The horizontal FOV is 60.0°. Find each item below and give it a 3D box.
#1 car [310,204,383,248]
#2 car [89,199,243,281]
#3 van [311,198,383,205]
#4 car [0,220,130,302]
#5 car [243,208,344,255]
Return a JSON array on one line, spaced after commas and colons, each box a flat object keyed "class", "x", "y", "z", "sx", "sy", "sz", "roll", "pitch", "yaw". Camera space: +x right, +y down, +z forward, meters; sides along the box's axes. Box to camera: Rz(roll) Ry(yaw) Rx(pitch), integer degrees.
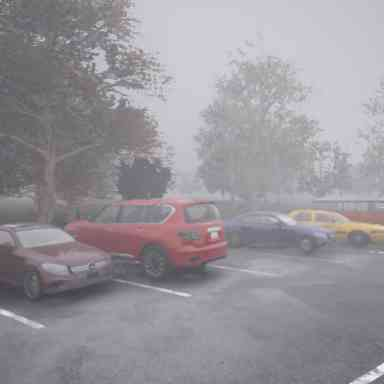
[{"class": "car", "x": 5.895, "y": 1.491, "z": 15.016, "sx": 5.366, "sy": 1.575, "sz": 1.946, "roll": -1, "pitch": -1, "yaw": 35}, {"class": "car", "x": -1.611, "y": 1.236, "z": 10.065, "sx": 5.566, "sy": 2.045, "sz": 2.435, "roll": -1, "pitch": -1, "yaw": 35}, {"class": "van", "x": 8.294, "y": 1.274, "z": 16.733, "sx": 4.442, "sy": 1.987, "sz": 1.878, "roll": -1, "pitch": -1, "yaw": 36}, {"class": "car", "x": -4.011, "y": 1.525, "z": 8.341, "sx": 4.674, "sy": 1.452, "sz": 2.002, "roll": -1, "pitch": -1, "yaw": 34}, {"class": "car", "x": 3.294, "y": 1.532, "z": 13.443, "sx": 4.674, "sy": 1.452, "sz": 2.002, "roll": -1, "pitch": -1, "yaw": 35}]
